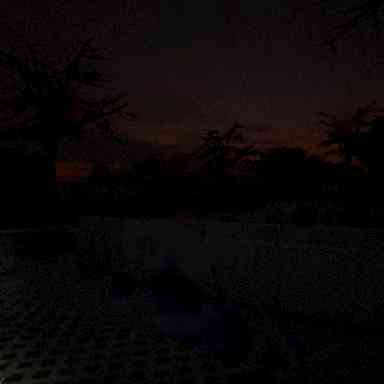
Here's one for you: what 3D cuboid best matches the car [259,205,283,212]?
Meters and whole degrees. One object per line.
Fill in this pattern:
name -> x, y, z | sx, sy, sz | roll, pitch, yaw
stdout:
car -> 10.250, 2.382, 42.939 | 1.812, 1.442, 4.674 | 1, -1, 37

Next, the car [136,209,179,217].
car -> -2.750, 1.978, 25.387 | 1.994, 1.385, 4.181 | 1, -1, 36
